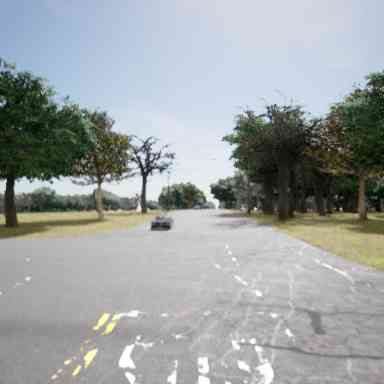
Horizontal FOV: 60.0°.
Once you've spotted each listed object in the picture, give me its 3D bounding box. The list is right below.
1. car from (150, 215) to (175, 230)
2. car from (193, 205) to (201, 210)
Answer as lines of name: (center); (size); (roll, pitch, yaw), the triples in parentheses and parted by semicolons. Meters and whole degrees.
car: (-2.728, 2.838, 31.531); (1.895, 1.301, 4.718); (0, -1, 2)
car: (1.549, 4.550, 95.268); (2.033, 1.411, 5.357); (-1, -2, 9)
